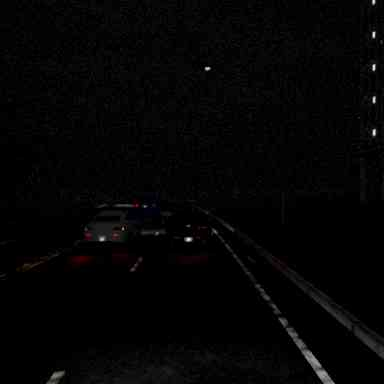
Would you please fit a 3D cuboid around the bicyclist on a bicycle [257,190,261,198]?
[{"bbox_3d":[14.314,0.400,71.234,0.582,1.620,1.656,-2,0,-6],"label":"bicyclist on a bicycle"}]

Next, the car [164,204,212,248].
[{"bbox_3d":[-0.181,1.523,14.865,1.837,1.490,4.892,0,0,-1],"label":"car"}]

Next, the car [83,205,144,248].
[{"bbox_3d":[-3.431,1.539,14.787,1.812,1.442,4.674,0,0,-1],"label":"car"}]

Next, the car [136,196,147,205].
[{"bbox_3d":[-9.841,1.652,64.509,1.882,1.535,5.008,0,0,-6],"label":"car"}]

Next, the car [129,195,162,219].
[{"bbox_3d":[-3.969,1.281,29.848,2.150,2.045,5.566,0,0,-3],"label":"car"}]

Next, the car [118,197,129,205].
[{"bbox_3d":[-13.073,1.740,64.175,2.033,1.411,5.357,0,0,-6],"label":"car"}]

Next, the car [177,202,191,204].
[{"bbox_3d":[-0.722,1.588,29.971,2.033,1.411,5.357,0,0,-3],"label":"car"}]
